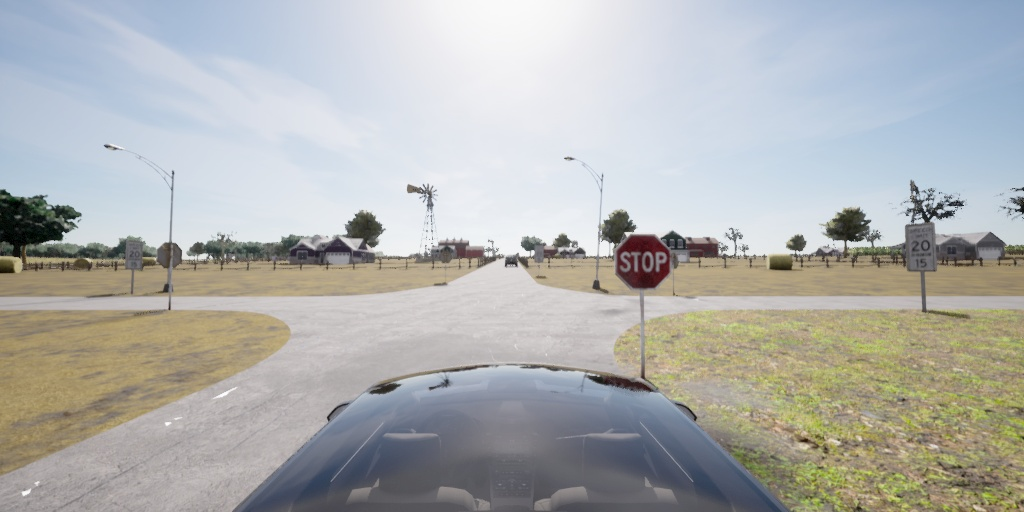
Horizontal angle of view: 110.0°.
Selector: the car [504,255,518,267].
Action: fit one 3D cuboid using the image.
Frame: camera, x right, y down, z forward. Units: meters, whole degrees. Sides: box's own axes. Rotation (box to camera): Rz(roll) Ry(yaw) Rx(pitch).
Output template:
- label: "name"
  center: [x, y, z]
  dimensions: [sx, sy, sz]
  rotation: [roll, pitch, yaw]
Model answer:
- label: "car"
  center: [-0.126, 0.800, 61.399]
  dimensions: [2.150, 2.045, 5.566]
  rotation: [0, 0, 0]
